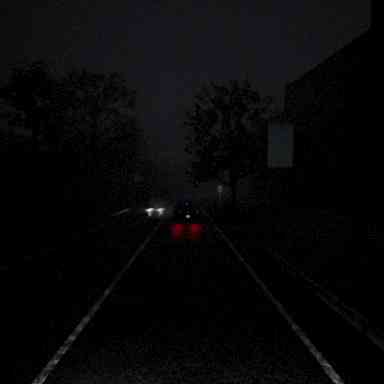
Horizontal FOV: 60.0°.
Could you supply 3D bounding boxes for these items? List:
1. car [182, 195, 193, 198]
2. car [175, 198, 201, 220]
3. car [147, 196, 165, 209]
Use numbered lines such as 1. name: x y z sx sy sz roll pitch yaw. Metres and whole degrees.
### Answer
1. car: -0.605 1.171 42.953 1.812 1.442 4.674 0 1 -1
2. car: -0.305 1.390 25.379 1.895 1.301 4.718 0 0 -1
3. car: -4.252 1.221 40.493 2.033 1.411 5.357 0 0 -1
